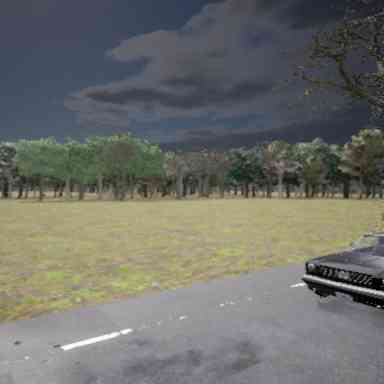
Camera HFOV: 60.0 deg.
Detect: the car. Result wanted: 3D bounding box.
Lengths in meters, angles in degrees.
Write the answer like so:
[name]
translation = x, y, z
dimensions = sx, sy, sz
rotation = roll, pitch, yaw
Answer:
[car]
translation = 4.552, 1.597, 7.379
dimensions = 4.718, 1.301, 1.895
rotation = 0, 0, -36
